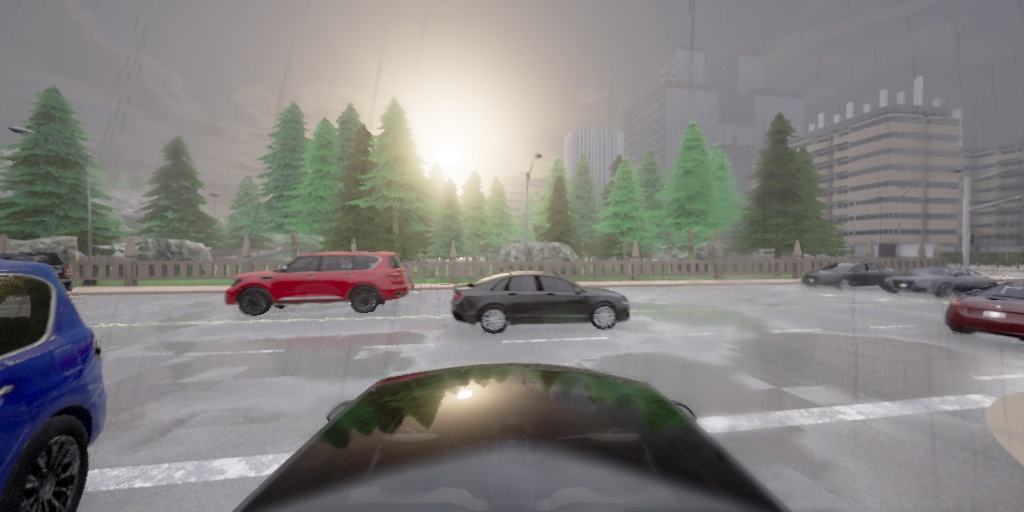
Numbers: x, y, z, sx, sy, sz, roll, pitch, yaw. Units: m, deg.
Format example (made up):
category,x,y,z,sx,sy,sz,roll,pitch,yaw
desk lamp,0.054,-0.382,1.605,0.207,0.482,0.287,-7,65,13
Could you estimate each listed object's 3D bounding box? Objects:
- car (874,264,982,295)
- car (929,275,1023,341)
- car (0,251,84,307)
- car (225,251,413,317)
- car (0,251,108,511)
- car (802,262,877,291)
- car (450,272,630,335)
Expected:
category,x,y,z,sx,sy,sz,roll,pitch,yaw
car,19.871,1.184,16.700,4.181,1.385,1.994,0,1,-9
car,12.664,1.268,8.261,4.181,1.385,1.994,0,1,-9
car,-20.781,0.832,13.722,5.566,2.045,2.150,0,1,-9
car,-6.486,0.860,12.473,5.566,2.045,2.150,0,1,-9
car,-3.250,0.975,0.572,2.150,2.045,5.566,2,-1,-29
car,18.878,1.086,20.085,4.892,1.490,1.837,0,1,-9
car,0.786,1.179,9.897,4.892,1.490,1.837,0,1,-9
